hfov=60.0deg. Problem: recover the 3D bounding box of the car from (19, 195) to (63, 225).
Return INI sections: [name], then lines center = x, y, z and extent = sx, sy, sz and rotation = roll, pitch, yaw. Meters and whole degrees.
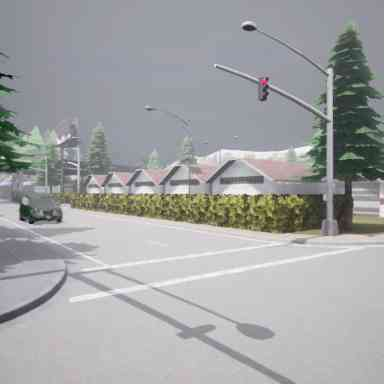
[car]
center = -11.461, 1.288, 25.007
extent = 2.150, 2.045, 5.566
rotation = 0, 2, -37
